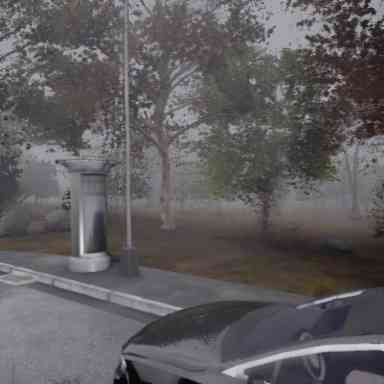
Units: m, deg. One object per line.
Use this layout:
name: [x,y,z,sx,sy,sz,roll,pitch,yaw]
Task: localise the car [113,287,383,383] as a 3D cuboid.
car: [1.513,1.492,2.297,4.902,1.511,2.128,0,0,35]
